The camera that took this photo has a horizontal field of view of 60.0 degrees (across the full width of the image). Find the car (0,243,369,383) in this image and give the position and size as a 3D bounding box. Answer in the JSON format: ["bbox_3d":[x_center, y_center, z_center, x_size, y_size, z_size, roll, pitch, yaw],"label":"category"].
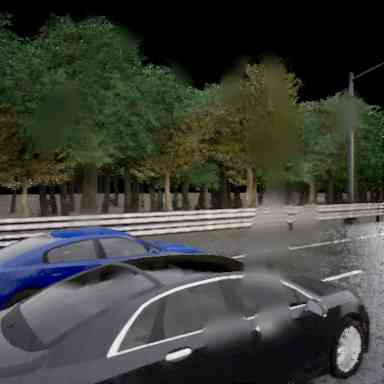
[{"bbox_3d":[0.153,1.502,3.856,4.892,1.490,1.837,0,0,-35],"label":"car"}]

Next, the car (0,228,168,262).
[{"bbox_3d":[-1.860,1.475,6.720,5.008,1.535,1.882,0,0,-35],"label":"car"}]
